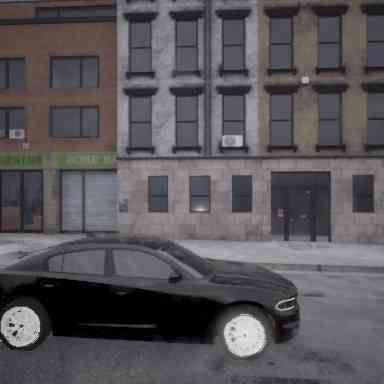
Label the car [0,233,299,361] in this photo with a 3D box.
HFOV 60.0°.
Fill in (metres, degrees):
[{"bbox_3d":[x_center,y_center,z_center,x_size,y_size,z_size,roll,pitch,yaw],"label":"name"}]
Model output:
[{"bbox_3d":[-0.852,1.452,5.402,5.008,1.535,1.882,1,0,3],"label":"car"}]
